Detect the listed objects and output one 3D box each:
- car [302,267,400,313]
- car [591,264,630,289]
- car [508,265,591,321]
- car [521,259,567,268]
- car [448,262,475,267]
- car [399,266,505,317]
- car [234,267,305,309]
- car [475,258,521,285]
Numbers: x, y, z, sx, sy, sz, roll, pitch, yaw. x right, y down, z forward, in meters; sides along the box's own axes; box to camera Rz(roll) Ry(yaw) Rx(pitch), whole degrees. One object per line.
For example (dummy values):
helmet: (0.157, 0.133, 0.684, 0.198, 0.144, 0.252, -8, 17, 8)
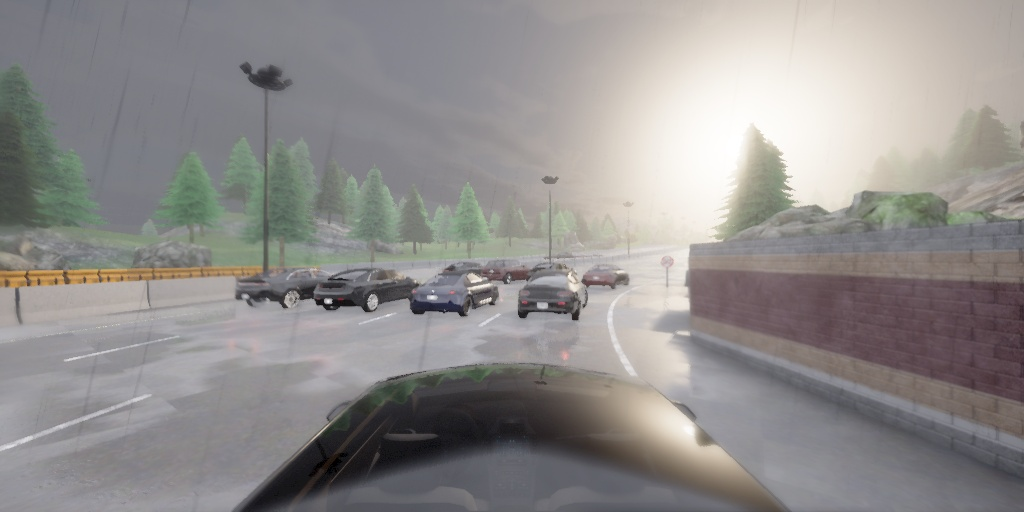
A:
car: (-5.272, 1.202, 13.907, 1.837, 1.490, 4.892, 0, 0, 16)
car: (5.744, 1.178, 21.676, 1.994, 1.385, 4.181, 0, 0, 32)
car: (1.460, 1.178, 11.990, 1.812, 1.442, 4.674, 0, 0, 16)
car: (2.770, 1.140, 23.520, 1.837, 1.490, 4.892, 0, 0, 32)
car: (-3.178, 1.187, 27.211, 1.837, 1.490, 4.892, 0, 0, 32)
car: (-1.906, 1.241, 12.948, 1.994, 1.385, 4.181, 0, 0, 16)
car: (-8.638, 1.214, 14.866, 2.128, 1.511, 4.902, 0, 0, 16)
car: (-0.221, 1.015, 25.341, 2.097, 1.767, 4.553, 0, 0, 32)
